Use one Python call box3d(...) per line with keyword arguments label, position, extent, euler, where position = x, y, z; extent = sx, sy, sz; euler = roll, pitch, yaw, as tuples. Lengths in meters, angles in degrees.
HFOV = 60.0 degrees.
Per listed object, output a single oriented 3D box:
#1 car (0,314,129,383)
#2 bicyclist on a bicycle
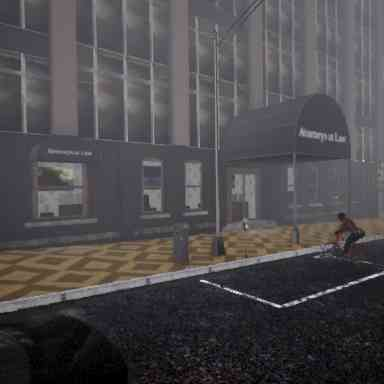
box3d(label="car", position=(-2.604, 1.459, 1.171), extent=(5.008, 1.535, 1.882), euler=(1, -1, -41))
box3d(label="bicyclist on a bicycle", position=(4.678, 1.450, 10.046), extent=(0.582, 1.620, 1.656), euler=(0, 0, -37))
